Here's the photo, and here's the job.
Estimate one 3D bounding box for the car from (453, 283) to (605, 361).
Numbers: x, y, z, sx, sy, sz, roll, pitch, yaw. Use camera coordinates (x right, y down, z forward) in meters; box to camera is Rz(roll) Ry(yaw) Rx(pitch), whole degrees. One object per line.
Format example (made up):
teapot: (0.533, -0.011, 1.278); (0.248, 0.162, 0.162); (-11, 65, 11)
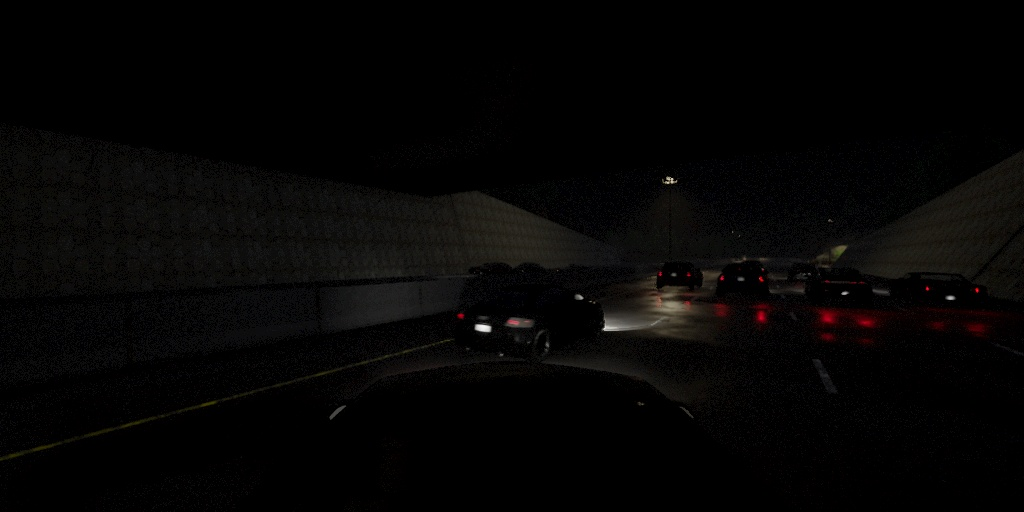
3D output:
car: (0.604, 1.330, 8.382); (1.994, 1.385, 4.181); (0, 0, 35)

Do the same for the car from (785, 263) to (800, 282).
car: (23.892, 1.322, 29.490); (1.837, 1.490, 4.892); (0, 0, 35)

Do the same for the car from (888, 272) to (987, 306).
car: (18.884, 1.387, 16.209); (1.895, 1.301, 4.718); (0, 0, 35)

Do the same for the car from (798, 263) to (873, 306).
car: (14.658, 1.278, 16.273); (2.128, 1.511, 4.902); (0, 0, 35)

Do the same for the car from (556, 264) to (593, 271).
car: (6.066, 1.432, 34.830); (1.895, 1.301, 4.718); (0, 0, 35)

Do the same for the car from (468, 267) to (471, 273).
car: (-2.764, 1.445, 40.527); (1.895, 1.301, 4.718); (0, 0, 35)

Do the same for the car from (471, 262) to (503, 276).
car: (-1.622, 1.359, 36.062); (1.812, 1.442, 4.674); (0, 0, 35)

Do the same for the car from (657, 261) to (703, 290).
car: (10.841, 1.154, 23.031); (2.097, 1.767, 4.553); (0, 0, 35)

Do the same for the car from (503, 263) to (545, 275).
car: (1.459, 1.355, 34.362); (1.812, 1.442, 4.674); (0, 0, 35)

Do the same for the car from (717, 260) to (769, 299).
car: (12.168, 1.144, 18.818); (2.097, 1.767, 4.553); (0, 0, 36)
